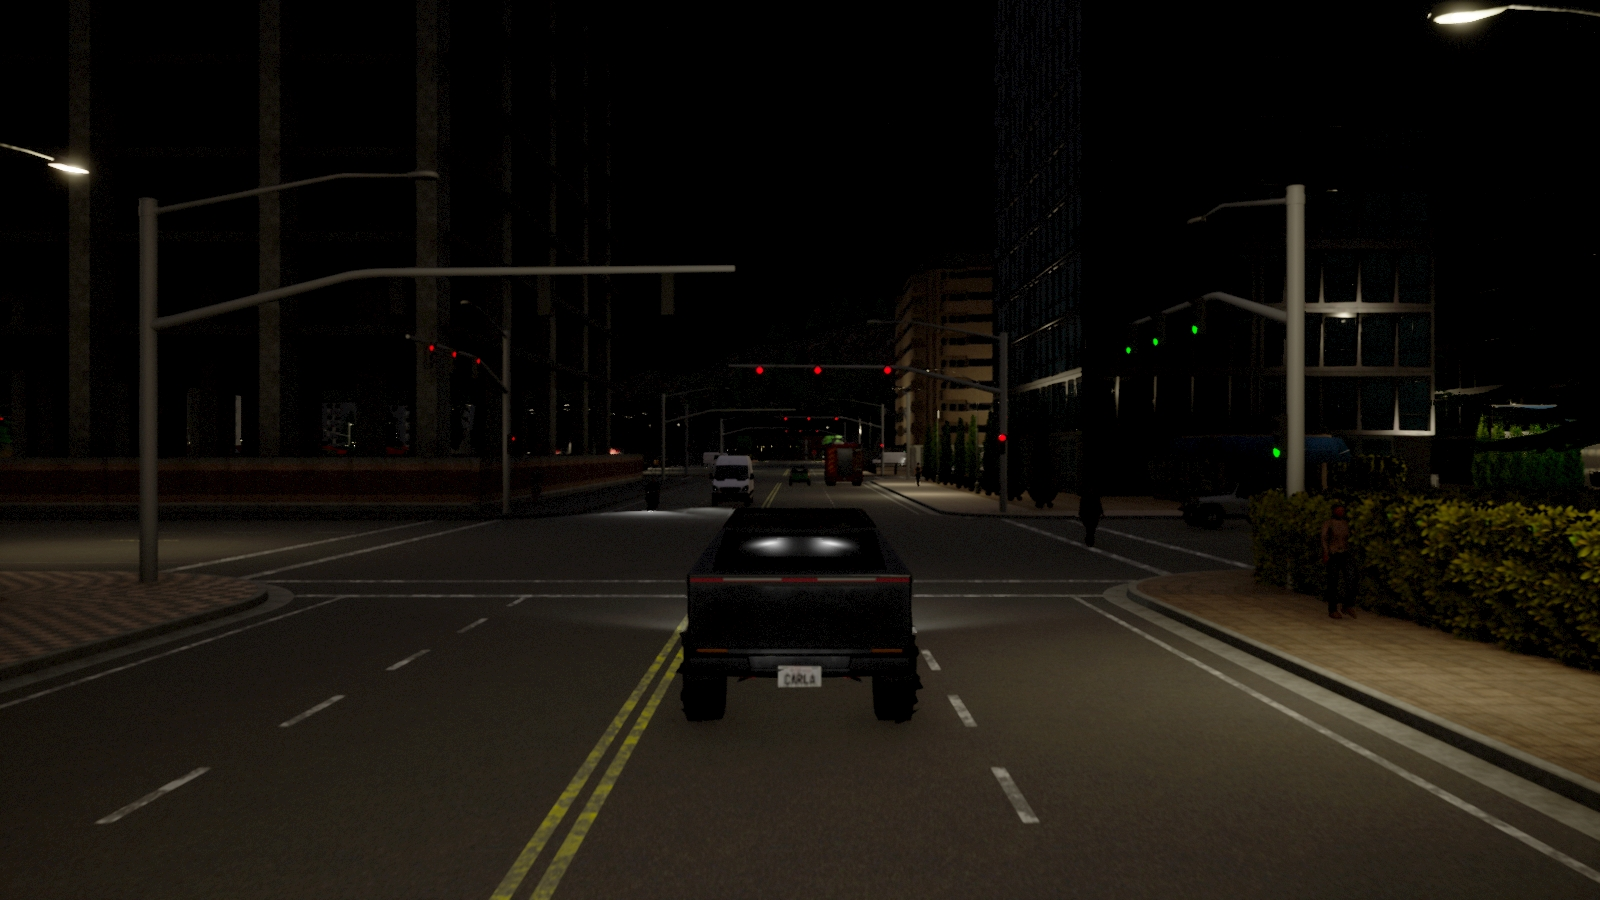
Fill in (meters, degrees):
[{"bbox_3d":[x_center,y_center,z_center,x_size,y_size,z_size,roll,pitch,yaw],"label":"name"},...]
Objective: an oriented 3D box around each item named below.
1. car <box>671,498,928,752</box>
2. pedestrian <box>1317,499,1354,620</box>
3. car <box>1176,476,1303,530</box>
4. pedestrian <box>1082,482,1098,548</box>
[{"bbox_3d":[-0.003,1.764,13.756,2.390,2.098,6.274,0,0,0],"label":"car"},{"bbox_3d":[8.401,1.709,17.938,0.375,1.860,0.375,0,0,-7],"label":"pedestrian"},{"bbox_3d":[15.874,1.886,41.365,3.866,1.878,1.905,0,0,0],"label":"car"},{"bbox_3d":[8.355,1.872,32.929,0.375,1.860,0.375,0,0,0],"label":"pedestrian"}]
